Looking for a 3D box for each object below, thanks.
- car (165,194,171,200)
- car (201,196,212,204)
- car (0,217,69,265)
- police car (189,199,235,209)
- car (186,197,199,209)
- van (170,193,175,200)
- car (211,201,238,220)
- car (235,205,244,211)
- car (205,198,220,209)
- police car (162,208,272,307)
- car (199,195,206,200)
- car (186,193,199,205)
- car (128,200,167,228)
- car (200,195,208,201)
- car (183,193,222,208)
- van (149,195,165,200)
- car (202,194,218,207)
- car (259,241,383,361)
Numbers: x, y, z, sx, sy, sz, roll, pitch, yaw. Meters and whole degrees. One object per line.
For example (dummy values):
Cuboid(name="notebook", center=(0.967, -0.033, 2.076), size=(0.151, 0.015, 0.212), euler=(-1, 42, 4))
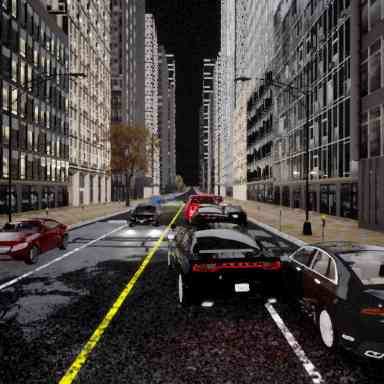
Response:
Cuboid(name="car", center=(-5.592, 1.518, 62.920), size=(2.008, 1.369, 4.403), euler=(0, 0, 0))
Cuboid(name="car", center=(2.788, 1.512, 62.904), size=(1.887, 1.381, 4.507), euler=(0, 0, 0))
Cuboid(name="car", center=(-5.676, 1.580, 11.640), size=(1.802, 1.307, 4.206), euler=(0, 0, 0))
Cuboid(name="police car", center=(0.930, 1.422, 18.321), size=(1.930, 1.638, 5.238), euler=(0, 0, 0))
Cuboid(name="car", center=(0.097, 1.508, 45.771), size=(1.812, 1.442, 4.674), euler=(0, 0, 1))
Cuboid(name="van", center=(-5.547, 1.268, 91.413), size=(1.690, 1.788, 3.998), euler=(0, 0, 0))
Cuboid(name="car", center=(2.733, 1.538, 28.715), size=(1.887, 1.381, 4.507), euler=(0, 0, 0))
Cuboid(name="car", center=(2.723, 1.561, 23.017), size=(1.947, 1.339, 4.313), euler=(0, 0, 0))
Cuboid(name="car", center=(2.761, 1.527, 45.809), size=(1.887, 1.381, 4.507), euler=(0, 0, 0))
Cuboid(name="police car", center=(0.470, 1.424, 8.221), size=(1.930, 1.638, 5.238), euler=(0, 0, -9))
Cuboid(name="car", center=(2.835, 1.493, 91.396), size=(1.947, 1.339, 4.313), euler=(0, 0, 0))
Cuboid(name="car", center=(0.095, 1.193, 58.738), size=(2.150, 2.045, 5.566), euler=(0, 0, 0))
Cuboid(name="car", center=(-2.965, 1.500, 22.076), size=(1.837, 1.490, 4.892), euler=(0, 0, 0))
Cuboid(name="car", center=(2.817, 1.471, 80.169), size=(1.752, 1.417, 4.829), euler=(0, 0, 0))
Cuboid(name="car", center=(0.600, 1.217, 24.201), size=(2.150, 2.045, 5.566), euler=(0, 0, -2))
Cuboid(name="van", center=(-5.612, 1.319, 51.526), size=(1.690, 1.788, 3.998), euler=(0, 0, 0))
Cuboid(name="car", center=(2.768, 1.293, 51.508), size=(2.192, 1.841, 5.009), euler=(0, 0, 0))
Cuboid(name="car", center=(2.695, 1.550, 5.922), size=(2.008, 1.369, 4.403), euler=(0, 0, 0))
